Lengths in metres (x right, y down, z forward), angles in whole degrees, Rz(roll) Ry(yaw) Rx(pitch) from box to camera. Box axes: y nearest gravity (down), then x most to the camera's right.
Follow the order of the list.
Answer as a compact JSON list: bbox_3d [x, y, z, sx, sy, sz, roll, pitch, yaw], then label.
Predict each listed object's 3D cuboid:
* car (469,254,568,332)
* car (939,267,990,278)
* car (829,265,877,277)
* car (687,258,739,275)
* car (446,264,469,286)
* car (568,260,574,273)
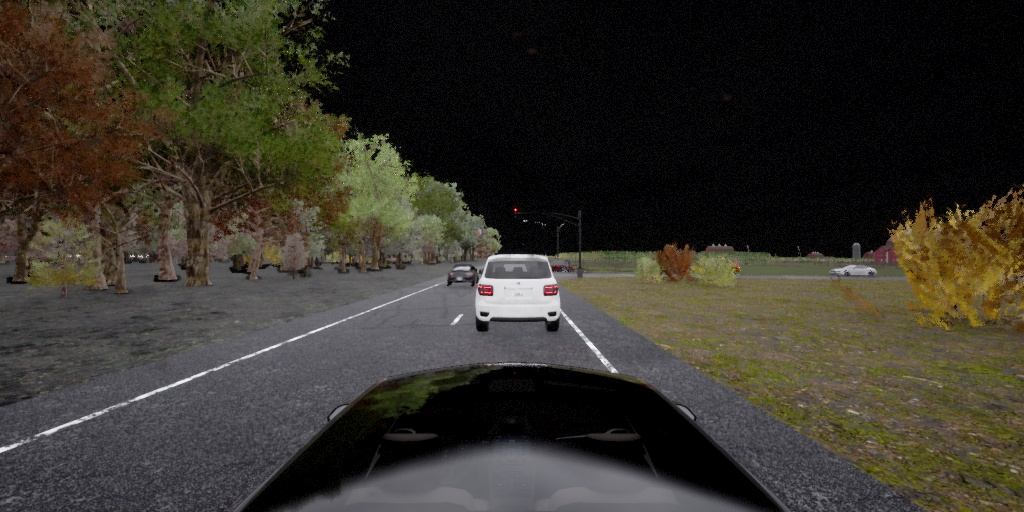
[{"bbox_3d":[0.128,0.974,11.050,2.150,2.045,5.566,0,0,-1],"label":"car"},{"bbox_3d":[49.014,1.848,39.081,4.181,1.385,1.994,1,-1,0],"label":"car"},{"bbox_3d":[40.606,1.777,42.725,4.674,1.442,1.812,1,-1,1],"label":"car"},{"bbox_3d":[24.047,1.293,42.849,5.566,2.045,2.150,1,-1,0],"label":"car"},{"bbox_3d":[-3.350,1.282,25.145,1.812,1.442,4.674,0,0,0],"label":"car"},{"bbox_3d":[5.505,1.244,45.708,4.553,1.767,2.097,1,-1,31],"label":"car"}]
